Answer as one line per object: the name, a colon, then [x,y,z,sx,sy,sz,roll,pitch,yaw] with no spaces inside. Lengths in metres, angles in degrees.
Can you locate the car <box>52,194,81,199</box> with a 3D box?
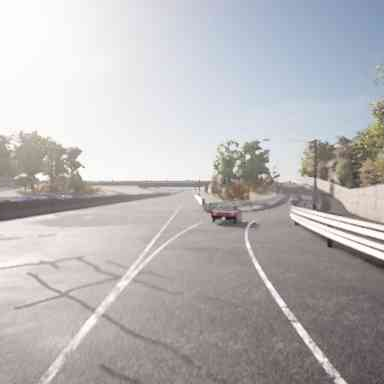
car: [-21.046,1.473,56.044,2.128,1.511,4.902,0,0,1]

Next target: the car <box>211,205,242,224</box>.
car: [2.813,1.661,25.873,1.895,1.301,4.718,2,-1,15]

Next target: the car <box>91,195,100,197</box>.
car: [-21.020,1.465,72.173,1.882,1.535,5.008,0,0,0]

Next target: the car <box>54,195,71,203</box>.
car: [-28.020,1.487,71.950,1.837,1.490,4.892,0,0,0]

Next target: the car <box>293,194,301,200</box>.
car: [26.298,1.235,83.227,1.994,1.385,4.181,0,4,19]

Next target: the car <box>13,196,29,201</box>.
car: [-28.040,1.457,55.800,1.882,1.535,5.008,0,0,1]

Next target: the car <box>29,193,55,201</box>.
car: [-24.538,1.200,55.850,2.150,2.045,5.566,0,0,1]

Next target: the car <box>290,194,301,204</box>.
car: [22.804,1.880,73.749,1.895,1.301,4.718,0,3,20]

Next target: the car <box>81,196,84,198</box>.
car: [-24.520,1.582,71.993,1.895,1.301,4.718,0,0,0]
